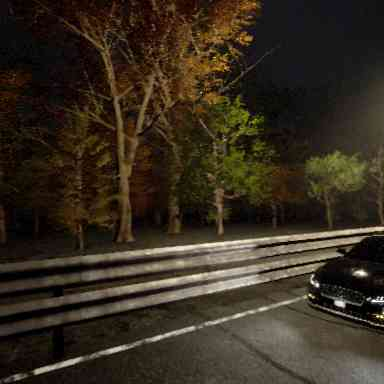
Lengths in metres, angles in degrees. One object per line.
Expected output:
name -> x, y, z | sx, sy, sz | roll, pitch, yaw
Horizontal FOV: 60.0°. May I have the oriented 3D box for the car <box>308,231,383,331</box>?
car -> 4.375, 1.592, 6.796 | 4.892, 1.490, 1.837 | 1, -1, -35
